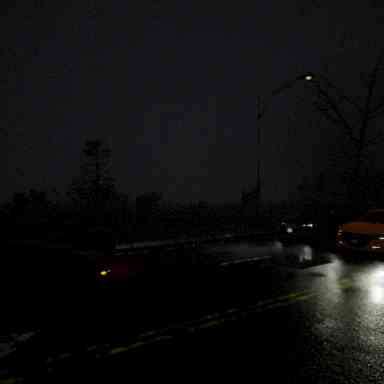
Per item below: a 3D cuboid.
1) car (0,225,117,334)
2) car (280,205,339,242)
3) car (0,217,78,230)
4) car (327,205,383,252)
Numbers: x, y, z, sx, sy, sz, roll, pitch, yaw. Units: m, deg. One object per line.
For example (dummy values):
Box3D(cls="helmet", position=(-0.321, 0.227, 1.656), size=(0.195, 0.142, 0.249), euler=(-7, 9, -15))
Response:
Box3D(cls="car", position=(-3.542, 1.500, 5.183), size=(4.674, 1.442, 1.812), euler=(0, 0, -34))
Box3D(cls="car", position=(6.235, 1.361, 15.616), size=(4.902, 1.511, 2.128), euler=(0, 0, -34))
Box3D(cls="car", position=(-4.461, 1.432, 8.477), size=(5.008, 1.535, 1.882), euler=(0, 0, -35))
Box3D(cls="car", position=(7.550, 1.365, 12.589), size=(5.008, 1.535, 1.882), euler=(-1, 1, -34))
